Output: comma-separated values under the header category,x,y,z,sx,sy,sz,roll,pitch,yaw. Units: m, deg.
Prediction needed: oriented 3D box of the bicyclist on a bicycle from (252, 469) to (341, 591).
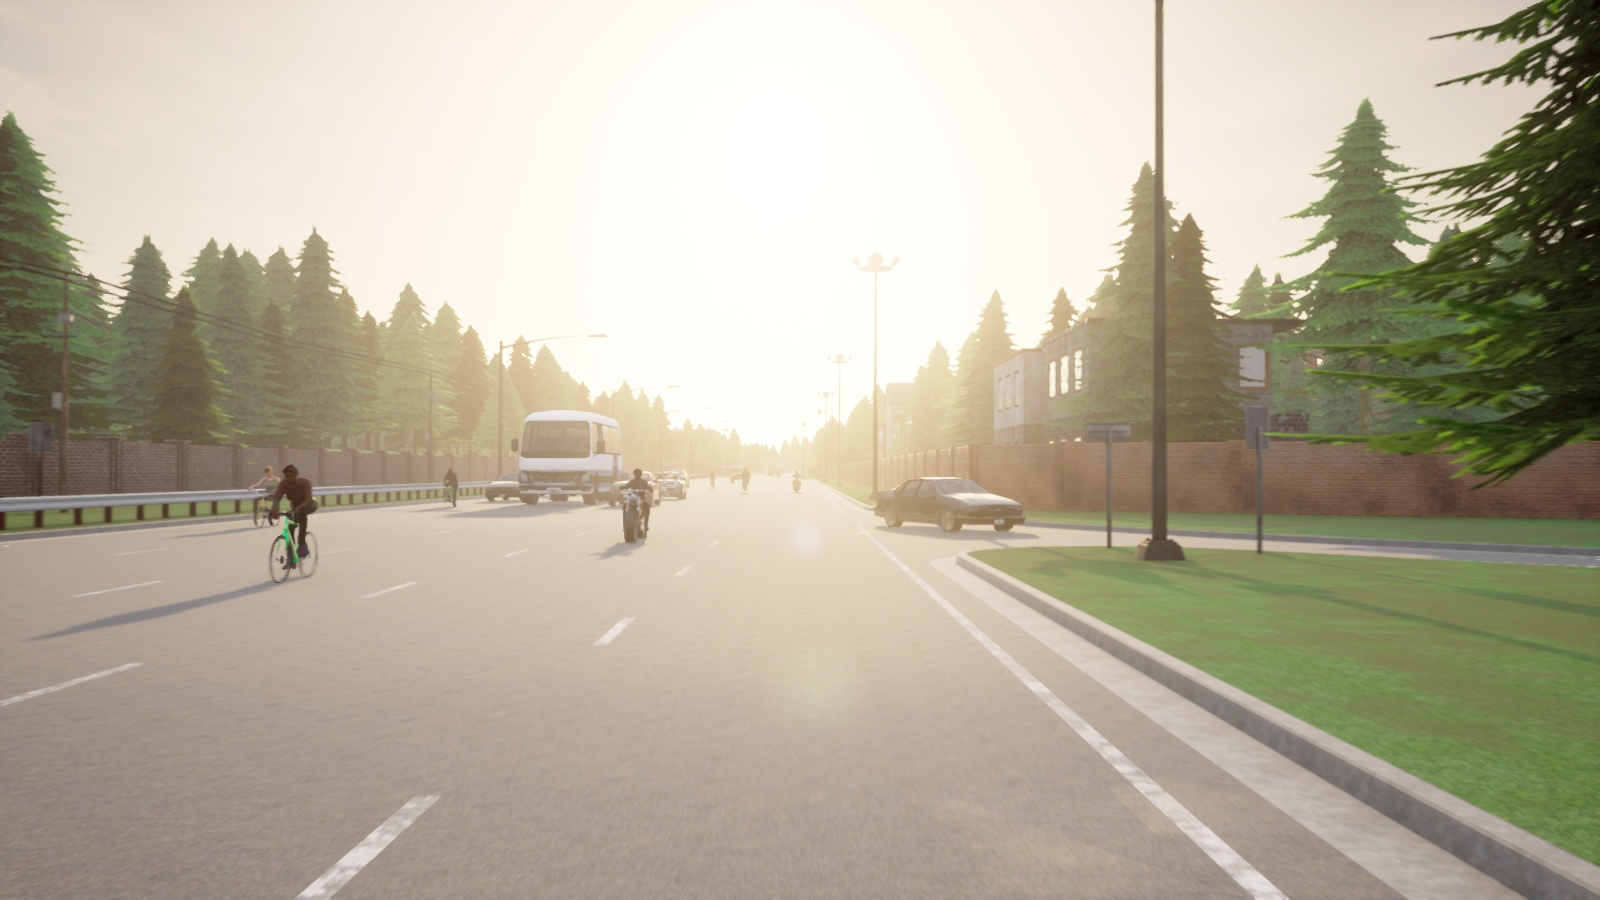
category,x,y,z,sx,sy,sz,roll,pitch,yaw
bicyclist on a bicycle,-7.043,1.087,17.638,0.582,1.620,1.656,0,0,0

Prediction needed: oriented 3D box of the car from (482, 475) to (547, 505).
category,x,y,z,sx,sy,sz,roll,pitch,yaw
car,-14.151,1.953,62.548,2.033,1.411,5.357,0,-1,0

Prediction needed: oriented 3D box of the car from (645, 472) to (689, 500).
category,x,y,z,sx,sy,sz,roll,pitch,yaw
car,-7.164,1.933,68.008,1.970,1.475,3.806,0,-1,0

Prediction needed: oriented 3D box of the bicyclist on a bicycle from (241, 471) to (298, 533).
category,x,y,z,sx,sy,sz,roll,pitch,yaw
bicyclist on a bicycle,-14.076,1.359,33.380,0.866,1.612,1.509,0,-1,0

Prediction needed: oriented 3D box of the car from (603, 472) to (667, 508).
category,x,y,z,sx,sy,sz,roll,pitch,yaw
car,-7.133,1.705,54.790,2.128,1.511,4.902,0,-1,0

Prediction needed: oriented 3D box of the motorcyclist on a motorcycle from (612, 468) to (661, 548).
category,x,y,z,sx,sy,sz,roll,pitch,yaw
motorcyclist on a motorcycle,-3.567,1.235,27.551,0.766,1.649,2.350,0,-1,0

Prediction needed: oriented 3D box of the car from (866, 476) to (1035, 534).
category,x,y,z,sx,sy,sz,roll,pitch,yaw
car,3.928,1.407,33.908,2.033,1.411,5.357,0,-1,-25

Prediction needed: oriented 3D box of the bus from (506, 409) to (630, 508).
category,x,y,z,sx,sy,sz,roll,pitch,yaw
bus,-10.648,0.456,59.017,3.944,4.253,10.273,0,-1,0
